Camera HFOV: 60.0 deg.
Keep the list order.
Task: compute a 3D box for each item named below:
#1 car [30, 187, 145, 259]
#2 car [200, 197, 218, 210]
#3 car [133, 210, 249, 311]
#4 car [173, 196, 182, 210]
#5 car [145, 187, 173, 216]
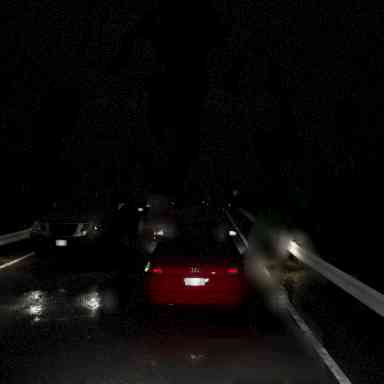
[{"bbox_3d":[-3.336,0.884,11.572,2.150,2.045,5.566,0,2,3],"label":"car"},{"bbox_3d":[1.986,1.330,38.655,1.812,1.442,4.674,0,-2,4],"label":"car"},{"bbox_3d":[0.101,1.394,7.632,1.994,1.385,4.181,0,3,1],"label":"car"},{"bbox_3d":[-2.054,1.116,32.639,2.033,1.411,5.357,0,-2,5],"label":"car"},{"bbox_3d":[-2.813,0.650,22.045,2.150,2.045,5.566,0,0,4],"label":"car"}]
